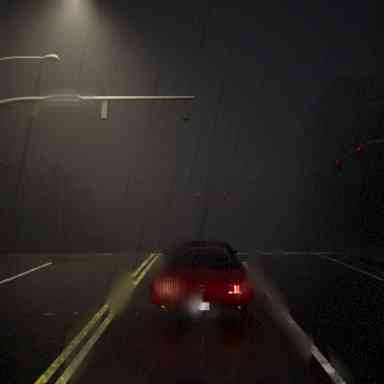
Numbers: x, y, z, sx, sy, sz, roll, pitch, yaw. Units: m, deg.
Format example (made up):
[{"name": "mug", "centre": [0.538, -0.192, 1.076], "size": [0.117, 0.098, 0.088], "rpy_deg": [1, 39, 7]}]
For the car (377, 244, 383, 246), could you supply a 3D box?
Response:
[{"name": "car", "centre": [17.319, 4.594, 26.729], "size": [4.902, 1.511, 2.128], "rpy_deg": [4, -10, 1]}]

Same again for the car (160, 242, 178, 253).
[{"name": "car", "centre": [-2.906, 7.137, 42.876], "size": [1.895, 1.301, 4.718], "rpy_deg": [0, -10, 1]}]

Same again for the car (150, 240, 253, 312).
[{"name": "car", "centre": [0.197, 1.830, 8.190], "size": [1.895, 1.301, 4.718], "rpy_deg": [0, -2, 1]}]
